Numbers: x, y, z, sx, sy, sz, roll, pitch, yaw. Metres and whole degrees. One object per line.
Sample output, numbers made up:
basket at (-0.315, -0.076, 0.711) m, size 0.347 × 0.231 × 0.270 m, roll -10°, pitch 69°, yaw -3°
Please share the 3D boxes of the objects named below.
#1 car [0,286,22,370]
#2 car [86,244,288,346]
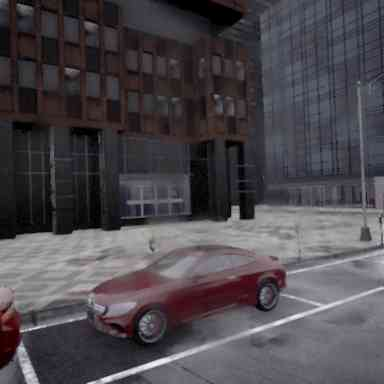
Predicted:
car at (-4.369, 1.757, 3.576) m, size 4.507 × 1.381 × 1.887 m, roll -1°, pitch -2°, yaw -34°
car at (0.095, 1.748, 6.575) m, size 4.206 × 1.307 × 1.802 m, roll -1°, pitch -2°, yaw -34°
